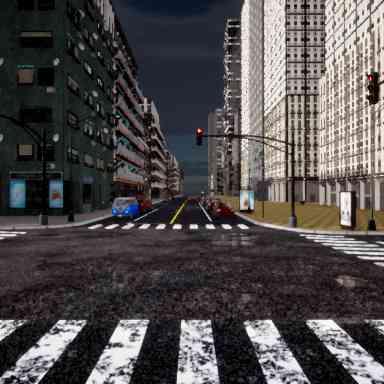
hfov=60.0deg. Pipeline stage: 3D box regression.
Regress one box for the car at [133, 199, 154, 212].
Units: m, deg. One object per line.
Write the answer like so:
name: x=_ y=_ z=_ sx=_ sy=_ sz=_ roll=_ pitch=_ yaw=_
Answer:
car: x=-5.702 y=1.561 z=39.501 sx=1.887 sy=1.381 sz=4.507 roll=0 pitch=0 yaw=0

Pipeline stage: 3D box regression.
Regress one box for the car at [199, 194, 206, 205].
car: x=2.671 y=1.469 z=56.086 sx=1.967 sy=1.590 sz=4.097 roll=0 pitch=0 yaw=0

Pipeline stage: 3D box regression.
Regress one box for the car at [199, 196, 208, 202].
car: x=2.660 y=1.636 z=78.197 sx=1.802 sy=1.307 sz=4.206 roll=0 pitch=0 yaw=0

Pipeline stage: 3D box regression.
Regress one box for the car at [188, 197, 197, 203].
car: x=0.066 y=1.645 z=69.749 sx=1.895 sy=1.301 sz=4.718 roll=0 pitch=0 yaw=0

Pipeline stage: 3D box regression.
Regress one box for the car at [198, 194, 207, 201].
car: x=2.659 y=1.376 z=83.725 sx=2.192 sy=1.841 sz=5.009 roll=0 pitch=0 yaw=0

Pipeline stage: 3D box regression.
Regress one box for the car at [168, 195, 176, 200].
car: x=-5.729 y=1.642 z=94.777 sx=1.947 sy=1.339 sz=4.313 roll=0 pitch=0 yaw=0

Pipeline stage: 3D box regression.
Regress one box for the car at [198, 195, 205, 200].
car: x=2.651 y=1.658 z=94.780 sx=1.802 sy=1.307 sz=4.206 roll=0 pitch=0 yaw=0

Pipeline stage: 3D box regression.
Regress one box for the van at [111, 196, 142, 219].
van: x=-5.696 y=1.351 z=28.445 sx=1.690 sy=1.788 sz=3.998 roll=0 pitch=0 yaw=0

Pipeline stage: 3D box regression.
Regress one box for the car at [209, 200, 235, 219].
car: x=2.684 y=1.592 z=28.448 sx=1.802 sy=1.307 sz=4.206 roll=0 pitch=0 yaw=0

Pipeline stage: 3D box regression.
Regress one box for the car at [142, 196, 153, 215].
car: x=-5.698 y=1.329 z=33.973 sx=2.192 sy=1.841 sz=5.009 roll=0 pitch=0 yaw=0

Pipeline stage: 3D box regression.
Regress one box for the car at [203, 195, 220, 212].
car: x=2.679 y=1.457 z=39.504 sx=1.967 sy=1.590 sz=4.097 roll=0 pitch=0 yaw=0

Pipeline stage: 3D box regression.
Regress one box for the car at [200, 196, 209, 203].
car: x=2.662 y=1.592 z=72.669 sx=1.887 sy=1.381 sz=4.507 roll=0 pitch=0 yaw=0

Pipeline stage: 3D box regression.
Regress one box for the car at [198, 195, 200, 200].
car: x=2.665 y=1.592 z=67.142 sx=2.008 sy=1.369 sz=4.403 roll=0 pitch=0 yaw=0

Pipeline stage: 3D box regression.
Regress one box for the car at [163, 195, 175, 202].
car: x=-5.720 y=1.494 z=78.193 sx=1.967 sy=1.590 sz=4.097 roll=0 pitch=0 yaw=0
